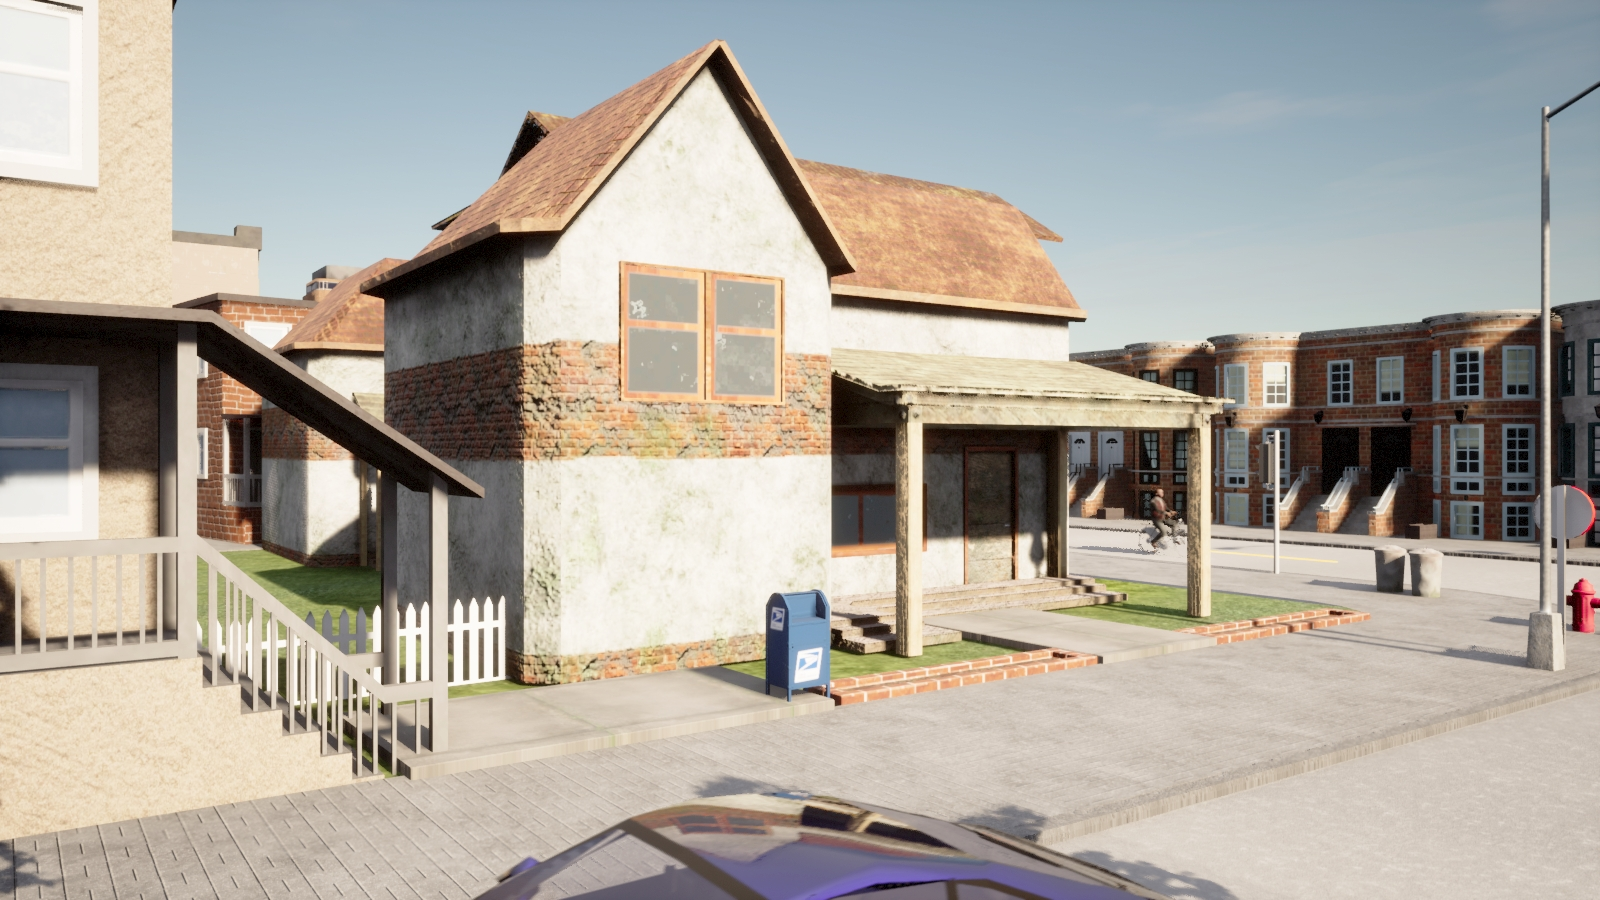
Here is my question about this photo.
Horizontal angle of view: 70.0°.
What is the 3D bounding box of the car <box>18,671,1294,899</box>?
[{"bbox_3d":[-0.312,1.896,4.178,4.181,1.385,1.994,0,0,-35],"label":"car"}]
